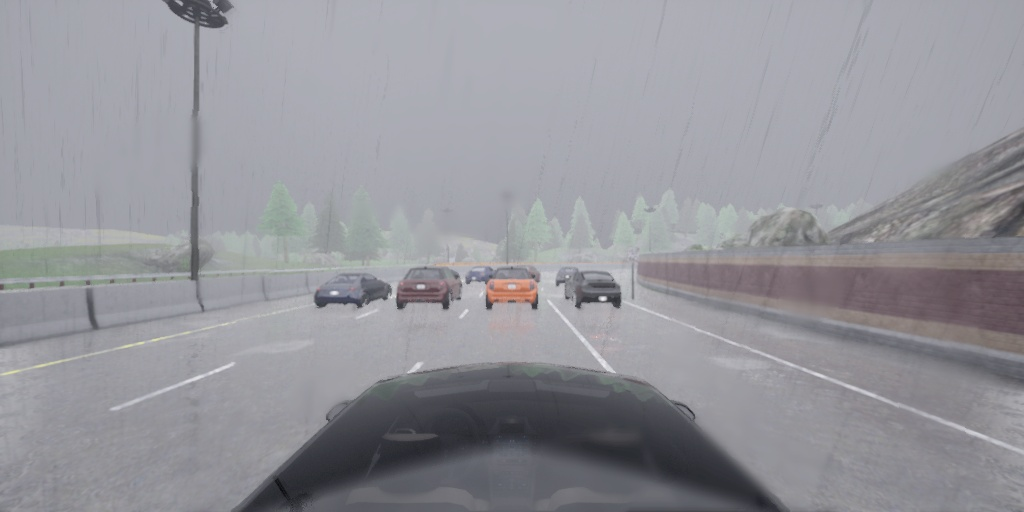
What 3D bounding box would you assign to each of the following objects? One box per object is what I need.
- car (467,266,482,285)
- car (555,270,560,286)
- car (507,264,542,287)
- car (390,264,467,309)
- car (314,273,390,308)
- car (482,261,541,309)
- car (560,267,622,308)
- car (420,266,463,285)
[{"bbox_3d":[-2.340,1.533,29.264,1.812,1.442,4.674,0,0,13],"label":"car"},{"bbox_3d":[4.396,1.537,27.410,2.033,1.411,5.357,0,-1,12],"label":"car"},{"bbox_3d":[1.111,1.479,28.624,1.882,1.535,5.008,0,0,14],"label":"car"},{"bbox_3d":[-3.493,1.233,15.931,2.097,1.767,4.553,0,-1,0],"label":"car"},{"bbox_3d":[-6.985,1.449,16.152,1.994,1.385,4.181,0,0,1],"label":"car"},{"bbox_3d":[0.008,1.233,15.935,2.097,1.767,4.553,0,-1,0],"label":"car"},{"bbox_3d":[3.513,1.393,16.156,1.837,1.490,4.892,0,0,1],"label":"car"},{"bbox_3d":[-5.793,1.577,29.884,1.994,1.385,4.181,0,-1,13],"label":"car"}]
